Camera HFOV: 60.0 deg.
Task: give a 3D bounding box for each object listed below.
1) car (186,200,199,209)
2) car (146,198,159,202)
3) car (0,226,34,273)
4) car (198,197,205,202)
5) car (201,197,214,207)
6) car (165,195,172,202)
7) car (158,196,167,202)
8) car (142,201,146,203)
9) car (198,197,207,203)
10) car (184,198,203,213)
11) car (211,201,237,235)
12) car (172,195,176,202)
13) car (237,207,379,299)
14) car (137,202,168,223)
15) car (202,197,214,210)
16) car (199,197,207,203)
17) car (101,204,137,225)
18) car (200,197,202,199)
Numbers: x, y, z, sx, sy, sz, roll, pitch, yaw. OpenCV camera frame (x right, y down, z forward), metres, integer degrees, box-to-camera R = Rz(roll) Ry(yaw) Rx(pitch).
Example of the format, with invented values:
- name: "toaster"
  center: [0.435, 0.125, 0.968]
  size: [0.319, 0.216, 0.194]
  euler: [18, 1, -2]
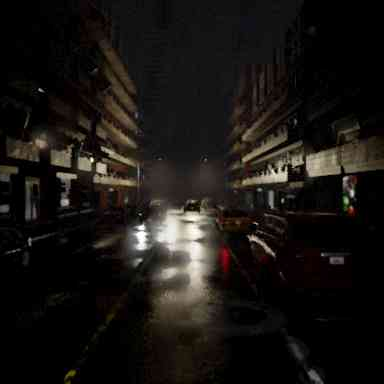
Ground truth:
- name: "car"
  center: [0.012, 1.885, 51.066]
  size: [1.895, 1.301, 4.718]
  euler: [0, 0, 0]
- name: "car"
  center: [-5.691, 1.785, 42.166]
  size: [2.008, 1.369, 4.403]
  euler: [-1, 0, 0]
- name: "car"
  center: [-5.706, 1.599, 8.554]
  size: [2.008, 1.369, 4.403]
  euler: [-1, 0, 0]
- name: "car"
  center: [2.700, 2.045, 92.723]
  size: [1.752, 1.417, 4.829]
  euler: [-1, 0, 0]
- name: "car"
  center: [2.691, 1.768, 58.942]
  size: [1.967, 1.590, 4.097]
  euler: [-1, 0, 0]
- name: "car"
  center: [-5.690, 1.675, 64.575]
  size: [2.192, 1.841, 5.009]
  euler: [-1, 0, 0]
- name: "car"
  center: [-5.689, 1.848, 53.370]
  size: [2.008, 1.369, 4.403]
  euler: [-1, 0, 0]
- name: "car"
  center: [-5.693, 1.754, 30.961]
  size: [1.802, 1.307, 4.206]
  euler: [-1, 0, 0]
- name: "car"
  center: [2.698, 2.037, 86.952]
  size: [2.008, 1.369, 4.403]
  euler: [-1, 0, 0]
- name: "car"
  center: [0.037, 1.785, 39.840]
  size: [1.994, 1.385, 4.181]
  euler: [0, 0, 1]
- name: "car"
  center: [2.354, 1.566, 19.549]
  size: [1.801, 1.575, 5.366]
  euler: [0, 0, 0]
- name: "car"
  center: [-5.680, 2.070, 92.583]
  size: [2.008, 1.369, 4.403]
  euler: [-1, 0, 0]
- name: "car"
  center: [2.679, 1.363, 8.525]
  size: [2.192, 1.841, 5.009]
  euler: [-1, 0, 0]
- name: "car"
  center: [-3.093, 1.749, 26.685]
  size: [1.895, 1.301, 4.718]
  euler: [0, 0, 0]
- name: "car"
  center: [2.690, 1.792, 47.907]
  size: [1.752, 1.417, 4.829]
  euler: [-1, 0, 0]
- name: "car"
  center: [2.698, 2.021, 81.348]
  size: [1.947, 1.339, 4.313]
  euler: [-1, 0, 0]
- name: "car"
  center: [-5.694, 1.723, 25.359]
  size: [1.802, 1.307, 4.206]
  euler: [-1, 0, 0]
- name: "car"
  center: [2.691, 1.862, 53.339]
  size: [1.947, 1.339, 4.313]
  euler: [-1, 0, 0]
